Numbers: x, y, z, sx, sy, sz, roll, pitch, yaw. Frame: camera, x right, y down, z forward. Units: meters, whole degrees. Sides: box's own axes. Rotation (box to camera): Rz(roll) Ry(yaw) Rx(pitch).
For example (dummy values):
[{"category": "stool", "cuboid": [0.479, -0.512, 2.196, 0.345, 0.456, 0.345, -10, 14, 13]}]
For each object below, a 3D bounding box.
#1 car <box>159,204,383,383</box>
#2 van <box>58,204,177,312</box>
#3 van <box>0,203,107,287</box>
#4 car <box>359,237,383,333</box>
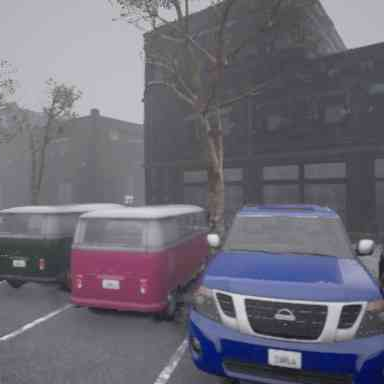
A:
[{"category": "car", "cuboid": [1.609, 1.254, 5.771, 2.435, 2.045, 5.566, 0, -1, 16]}, {"category": "van", "cuboid": [-0.770, 1.309, 7.632, 1.878, 1.987, 4.442, -1, -1, 16]}, {"category": "van", "cuboid": [-3.177, 1.336, 9.353, 1.878, 1.987, 4.442, -1, -1, 16]}, {"category": "car", "cuboid": [4.015, 1.226, 4.049, 2.435, 2.045, 5.566, 0, -1, 16]}]
